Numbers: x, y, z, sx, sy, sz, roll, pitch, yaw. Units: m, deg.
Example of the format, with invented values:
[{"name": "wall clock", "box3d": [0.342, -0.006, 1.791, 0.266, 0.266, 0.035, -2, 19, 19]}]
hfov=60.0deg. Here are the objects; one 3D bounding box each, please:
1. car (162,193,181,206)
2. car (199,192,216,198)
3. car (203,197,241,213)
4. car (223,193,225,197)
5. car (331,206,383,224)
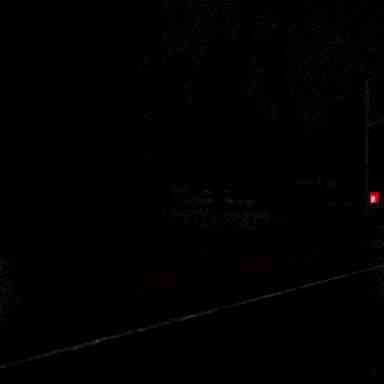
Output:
[{"name": "car", "box3d": [-3.647, 1.367, 50.080, 2.097, 1.767, 4.553, 0, 0, -35]}, {"name": "car", "box3d": [4.957, 1.112, 92.288, 1.932, 1.855, 4.605, 0, 0, -37]}, {"name": "car", "box3d": [3.125, 1.579, 34.844, 1.994, 1.385, 4.181, 0, 0, -37]}, {"name": "car", "box3d": [7.046, 1.091, 94.350, 1.905, 1.878, 3.866, 0, 0, -37]}, {"name": "car", "box3d": [12.265, 1.616, 22.957, 1.895, 1.301, 4.718, 0, 0, -39]}]
